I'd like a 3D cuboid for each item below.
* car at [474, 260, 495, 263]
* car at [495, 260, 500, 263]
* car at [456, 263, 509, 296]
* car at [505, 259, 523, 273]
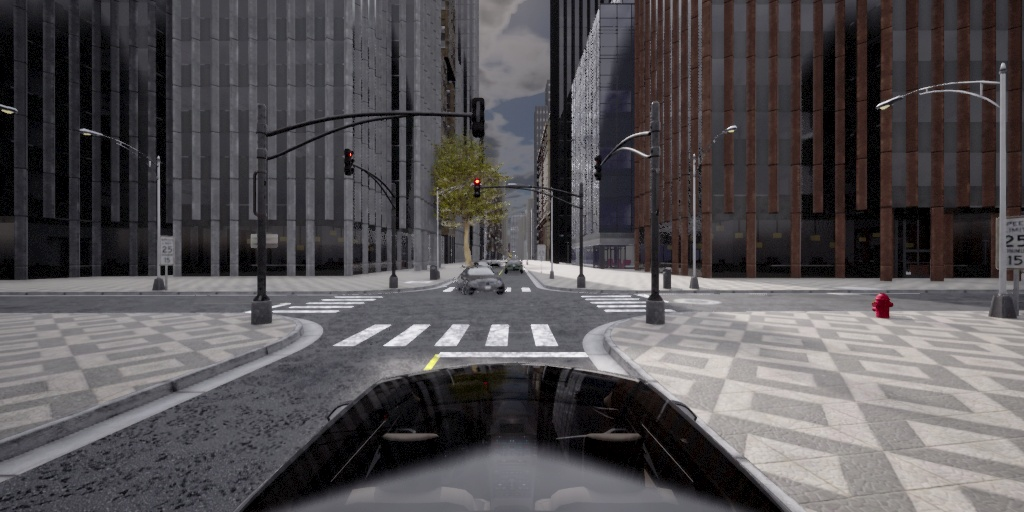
[{"bbox_3d":[-2.989,1.230,34.665,1.882,1.535,5.008,0,0,0],"label":"car"},{"bbox_3d":[-2.849,1.354,58.962,1.895,1.301,4.718,0,0,1],"label":"car"},{"bbox_3d":[-1.867,1.276,19.487,1.812,1.442,4.674,0,0,-18],"label":"car"},{"bbox_3d":[0.240,1.105,43.917,2.097,1.767,4.553,0,0,0],"label":"car"}]
